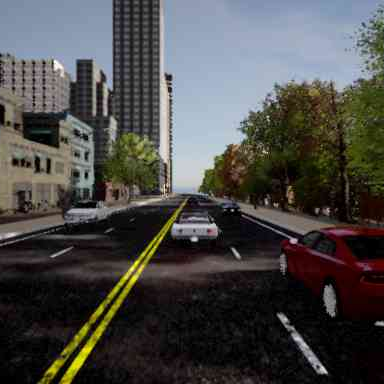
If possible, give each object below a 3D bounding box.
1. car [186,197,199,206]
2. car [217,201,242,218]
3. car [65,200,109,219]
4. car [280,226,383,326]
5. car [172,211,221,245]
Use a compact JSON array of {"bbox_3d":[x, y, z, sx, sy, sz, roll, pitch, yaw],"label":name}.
[{"bbox_3d":[0.105,1.527,54.874,1.837,1.490,4.892,0,0,0],"label":"car"},{"bbox_3d":[3.352,1.560,30.170,2.033,1.411,5.357,0,0,0],"label":"car"},{"bbox_3d":[-6.499,1.253,21.071,1.812,1.442,4.674,0,0,0],"label":"car"},{"bbox_3d":[3.350,1.481,7.227,1.882,1.535,5.008,0,0,0],"label":"car"},{"bbox_3d":[0.101,1.609,15.634,1.895,1.301,4.718,0,0,0],"label":"car"}]
